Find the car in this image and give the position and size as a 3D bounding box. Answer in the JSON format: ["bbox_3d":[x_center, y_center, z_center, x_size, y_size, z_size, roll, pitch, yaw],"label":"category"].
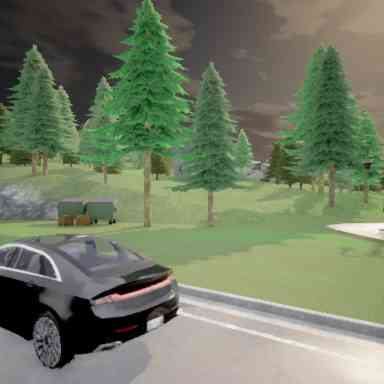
[{"bbox_3d":[-2.445,1.491,5.740,4.902,1.511,2.128,0,0,36],"label":"car"}]
